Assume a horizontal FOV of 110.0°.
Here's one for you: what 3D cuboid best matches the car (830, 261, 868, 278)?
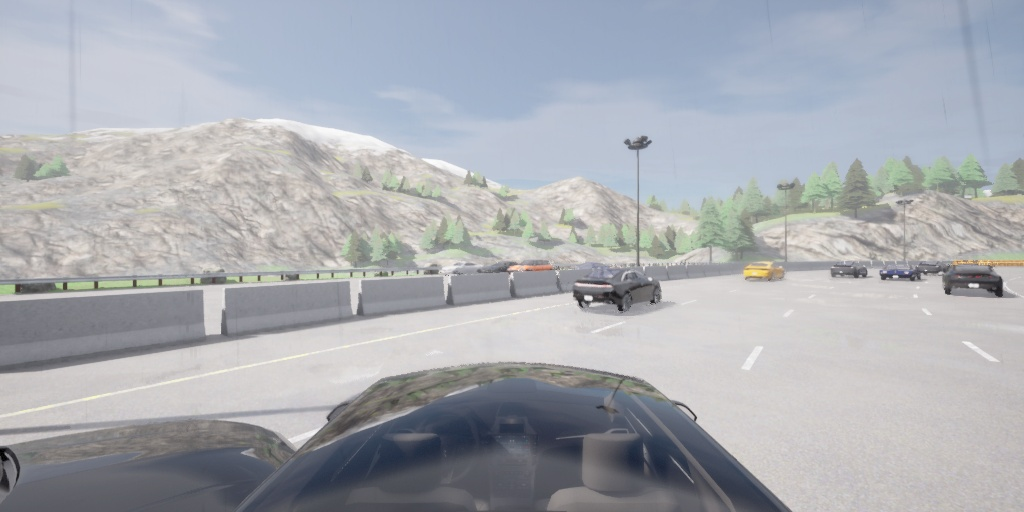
[{"bbox_3d":[31.370,1.241,33.367,4.902,1.511,2.128,0,0,-35],"label":"car"}]

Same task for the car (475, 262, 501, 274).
[{"bbox_3d":[-0.759,1.254,34.268,4.892,1.490,1.837,0,0,-44],"label":"car"}]

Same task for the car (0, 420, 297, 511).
[{"bbox_3d":[-2.983,1.255,0.554,4.892,1.490,1.837,0,0,-45],"label":"car"}]

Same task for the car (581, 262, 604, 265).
[{"bbox_3d":[6.955,1.274,31.913,4.674,1.442,1.812,0,0,-42],"label":"car"}]

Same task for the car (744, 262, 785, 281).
[{"bbox_3d":[21.208,1.226,30.065,5.008,1.535,1.882,0,0,-39],"label":"car"}]

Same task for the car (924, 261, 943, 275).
[{"bbox_3d":[43.308,1.240,36.891,4.902,1.511,2.128,0,0,-31],"label":"car"}]

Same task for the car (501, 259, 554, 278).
[{"bbox_3d":[1.629,1.101,31.709,4.553,1.767,2.097,0,0,-43],"label":"car"}]

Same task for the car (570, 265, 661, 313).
[{"bbox_3d":[4.279,1.240,14.195,2.128,1.511,4.902,0,0,42],"label":"car"}]

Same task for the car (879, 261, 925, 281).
[{"bbox_3d":[32.277,1.350,29.741,4.718,1.301,1.895,0,0,-35],"label":"car"}]

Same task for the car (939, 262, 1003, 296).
[{"bbox_3d":[24.617,1.250,19.277,4.892,1.490,1.837,2,-1,-41],"label":"car"}]

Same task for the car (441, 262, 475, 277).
[{"bbox_3d":[-4.758,1.274,35.282,4.674,1.442,1.812,0,0,-44],"label":"car"}]
